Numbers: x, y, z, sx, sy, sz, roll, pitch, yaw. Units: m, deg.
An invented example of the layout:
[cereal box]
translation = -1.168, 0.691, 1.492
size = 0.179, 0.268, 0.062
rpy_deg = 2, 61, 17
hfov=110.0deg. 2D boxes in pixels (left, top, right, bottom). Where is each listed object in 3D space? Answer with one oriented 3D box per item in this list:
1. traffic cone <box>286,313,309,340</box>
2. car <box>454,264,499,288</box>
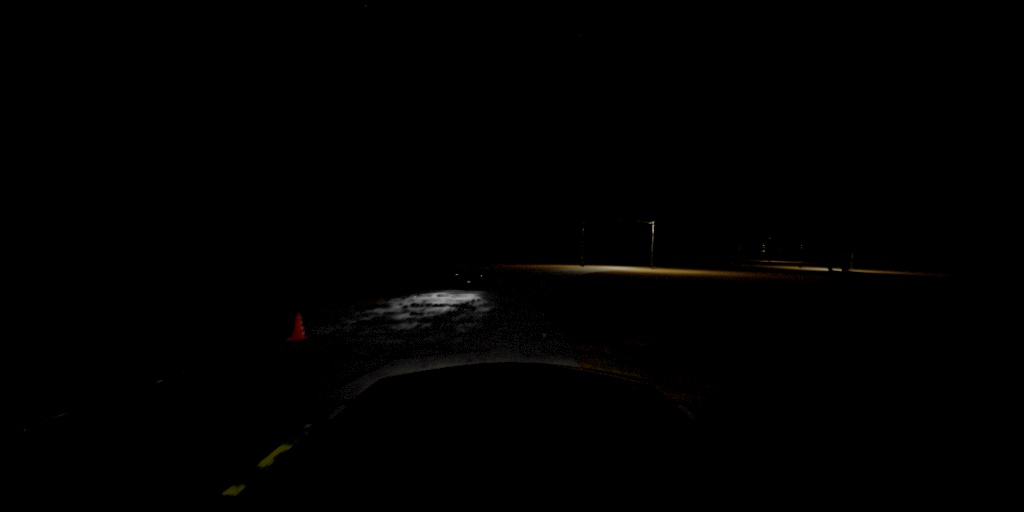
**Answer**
[traffic cone]
translation = -4.904, 1.593, 8.217
size = 0.340, 0.580, 0.340
rpy_deg = 0, 0, 2
[car]
translation = -2.185, 1.206, 23.236
size = 1.895, 1.301, 4.718
rpy_deg = 2, 0, 9
